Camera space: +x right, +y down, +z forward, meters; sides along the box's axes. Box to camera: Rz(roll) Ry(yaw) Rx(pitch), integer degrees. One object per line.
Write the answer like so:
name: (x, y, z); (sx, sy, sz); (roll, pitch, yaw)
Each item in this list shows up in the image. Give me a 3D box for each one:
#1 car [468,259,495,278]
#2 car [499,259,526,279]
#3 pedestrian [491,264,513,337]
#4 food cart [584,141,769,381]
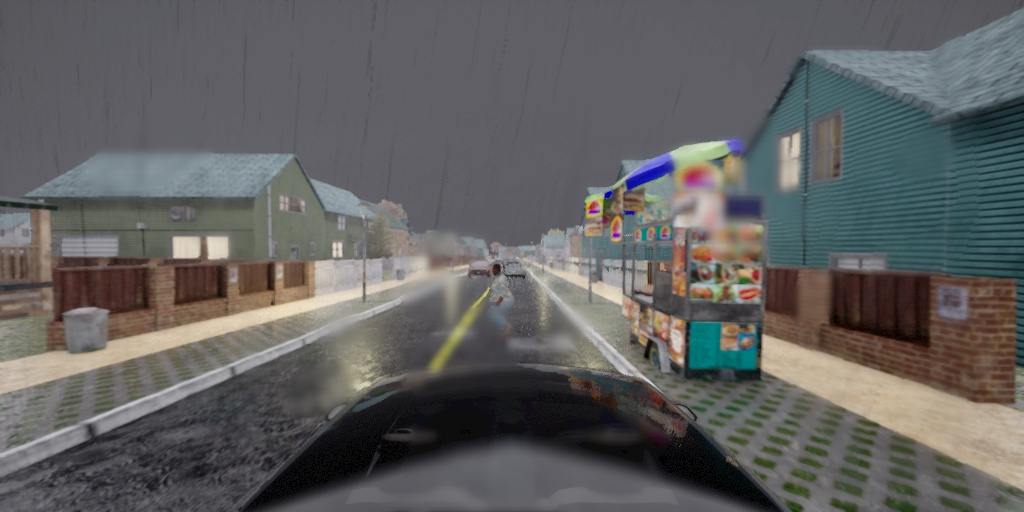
car: (-2.805, 1.121, 32.377); (1.882, 1.535, 5.008); (0, 0, 0)
car: (0.130, 1.213, 30.621); (1.994, 1.385, 4.181); (0, 0, 0)
pedestrian: (-0.250, 1.019, 8.599); (0.375, 1.860, 0.375); (-1, 2, -2)
food cart: (3.017, 0.197, 7.064); (2.280, 3.560, 4.660); (0, 0, 0)
